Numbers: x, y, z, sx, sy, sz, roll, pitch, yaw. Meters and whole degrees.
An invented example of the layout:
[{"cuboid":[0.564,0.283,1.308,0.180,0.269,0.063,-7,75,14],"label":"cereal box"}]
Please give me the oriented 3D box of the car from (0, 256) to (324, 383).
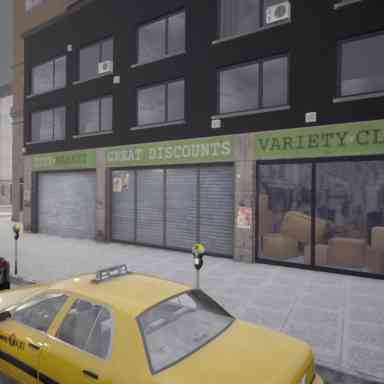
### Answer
[{"cuboid":[-1.100,1.525,3.862,4.829,1.417,1.752,0,1,35],"label":"car"}]
